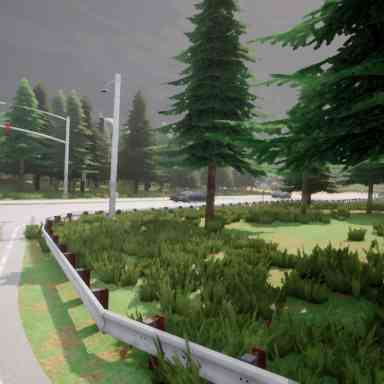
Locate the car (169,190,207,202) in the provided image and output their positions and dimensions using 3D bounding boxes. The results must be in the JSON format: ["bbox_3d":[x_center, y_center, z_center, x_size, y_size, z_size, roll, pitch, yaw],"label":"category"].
[{"bbox_3d":[-0.206,0.541,37.956,2.033,1.411,5.357,5,3,39],"label":"car"}]

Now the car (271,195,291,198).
[{"bbox_3d":[15.778,0.508,58.414,2.033,1.411,5.357,5,3,37],"label":"car"}]
